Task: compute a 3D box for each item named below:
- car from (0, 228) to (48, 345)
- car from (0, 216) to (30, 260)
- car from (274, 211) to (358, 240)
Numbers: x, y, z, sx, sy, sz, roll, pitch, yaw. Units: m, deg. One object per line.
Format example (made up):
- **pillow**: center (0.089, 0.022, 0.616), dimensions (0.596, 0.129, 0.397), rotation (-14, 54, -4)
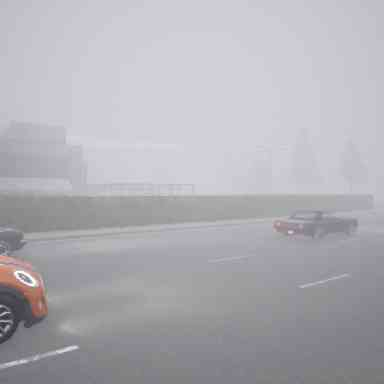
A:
- **car**: center (-4.590, 1.352, 4.774), dimensions (4.553, 1.767, 2.097), rotation (0, 0, -35)
- **car**: center (-8.078, 1.601, 10.883), dimensions (4.718, 1.301, 1.895), rotation (0, 0, -35)
- **car**: center (6.424, 1.601, 16.912), dimensions (4.718, 1.301, 1.895), rotation (0, 0, -35)
